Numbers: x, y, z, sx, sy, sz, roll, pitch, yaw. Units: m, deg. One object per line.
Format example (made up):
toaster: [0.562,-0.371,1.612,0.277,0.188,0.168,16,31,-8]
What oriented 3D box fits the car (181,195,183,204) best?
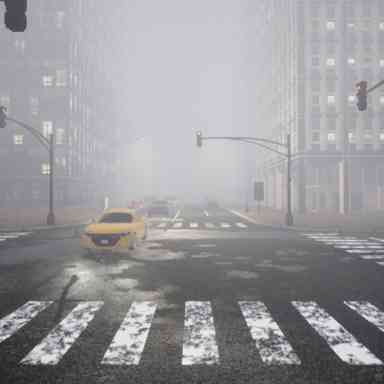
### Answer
car: [-2.943,1.352,64.868,2.150,2.045,5.566,0,0,0]

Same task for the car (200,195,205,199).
car: [2.755,1.547,56.356,1.752,1.417,4.829,1,0,0]

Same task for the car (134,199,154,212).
car: [-5.642,1.597,39.400,1.802,1.307,4.206,1,0,0]

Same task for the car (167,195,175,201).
car: [-5.596,1.586,89.577,2.008,1.369,4.403,1,0,0]

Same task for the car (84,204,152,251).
car: [-3.087,1.483,14.274,1.882,1.535,5.008,0,0,0]

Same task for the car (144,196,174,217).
car: [-3.069,1.489,32.144,1.882,1.535,5.008,0,0,0]

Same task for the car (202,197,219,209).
car: [2.743,1.599,45.030,1.802,1.307,4.206,1,0,0]

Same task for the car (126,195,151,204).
car: [-5.644,1.453,33.825,1.967,1.590,4.097,1,0,0]

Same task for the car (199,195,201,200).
car: [2.759,1.589,61.763,1.947,1.339,4.313,1,0,0]

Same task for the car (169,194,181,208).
car: [-3.054,1.369,47.537,2.097,1.767,4.553,0,0,0]

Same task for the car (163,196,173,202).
car: [-5.606,1.581,78.426,2.008,1.369,4.403,1,0,0]

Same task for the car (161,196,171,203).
car: [-5.611,1.573,72.851,1.887,1.381,4.507,1,0,0]
